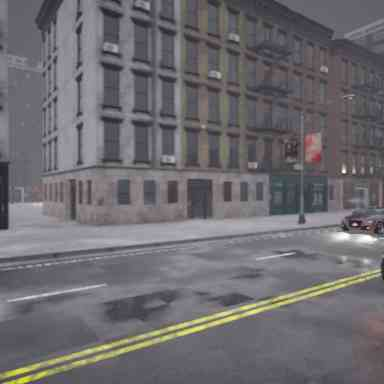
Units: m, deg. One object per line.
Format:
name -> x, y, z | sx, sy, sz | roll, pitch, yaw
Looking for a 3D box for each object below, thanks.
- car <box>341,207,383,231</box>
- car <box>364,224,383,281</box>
car -> 10.399, 1.566, 19.097 | 4.181, 1.385, 1.994 | 0, 0, -36
car -> 6.264, 1.527, 7.912 | 4.674, 1.442, 1.812 | 0, 0, -36
